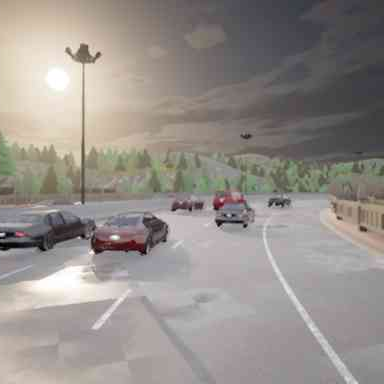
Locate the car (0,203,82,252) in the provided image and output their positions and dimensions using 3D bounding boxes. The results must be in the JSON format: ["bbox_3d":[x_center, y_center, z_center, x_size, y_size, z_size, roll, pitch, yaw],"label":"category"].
[{"bbox_3d":[-5.746,1.402,13.237,2.033,1.411,5.357,0,1,9],"label":"car"}]

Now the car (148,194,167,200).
[{"bbox_3d":[-4.110,1.065,49.597,1.837,1.490,4.892,0,0,30],"label":"car"}]

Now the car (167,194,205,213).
[{"bbox_3d":[-0.286,1.025,32.917,2.097,1.767,4.553,0,1,21],"label":"car"}]

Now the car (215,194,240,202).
[{"bbox_3d":[6.357,1.035,59.176,2.033,1.411,5.357,0,0,37],"label":"car"}]

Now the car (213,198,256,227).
[{"bbox_3d":[2.801,1.333,20.771,2.033,1.411,5.357,0,1,17],"label":"car"}]

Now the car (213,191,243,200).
[{"bbox_3d":[3.876,0.881,33.988,2.150,2.045,5.566,0,0,23],"label":"car"}]

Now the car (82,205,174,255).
[{"bbox_3d":[-2.197,1.427,12.793,1.994,1.385,4.181,0,1,9],"label":"car"}]

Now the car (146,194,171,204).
[{"bbox_3d":[-5.402,1.097,54.257,1.994,1.385,4.181,0,0,32],"label":"car"}]

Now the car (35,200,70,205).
[{"bbox_3d":[-10.549,1.294,24.939,2.033,1.411,5.357,0,0,15],"label":"car"}]

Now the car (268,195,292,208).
[{"bbox_3d":[10.617,1.104,40.041,1.837,1.490,4.892,0,0,30],"label":"car"}]
